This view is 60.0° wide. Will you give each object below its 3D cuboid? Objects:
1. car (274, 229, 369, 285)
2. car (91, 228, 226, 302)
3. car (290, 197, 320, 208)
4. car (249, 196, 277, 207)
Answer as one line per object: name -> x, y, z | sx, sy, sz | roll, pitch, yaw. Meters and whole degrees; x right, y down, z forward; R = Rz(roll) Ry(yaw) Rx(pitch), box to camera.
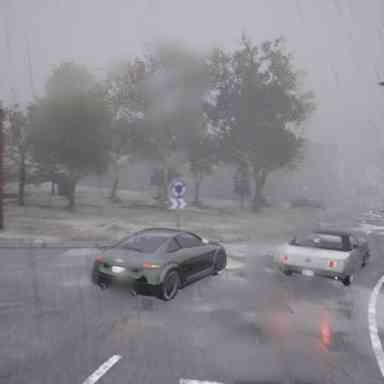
car -> 4.310, 1.841, 10.491 | 1.895, 1.301, 4.718 | 2, 0, 35
car -> -0.613, 1.647, 8.786 | 1.994, 1.385, 4.181 | 2, 0, 28
car -> 14.980, 1.405, 44.261 | 1.994, 1.385, 4.181 | 0, 1, -22
car -> 10.020, 1.307, 47.215 | 1.994, 1.385, 4.181 | 0, 1, -31
